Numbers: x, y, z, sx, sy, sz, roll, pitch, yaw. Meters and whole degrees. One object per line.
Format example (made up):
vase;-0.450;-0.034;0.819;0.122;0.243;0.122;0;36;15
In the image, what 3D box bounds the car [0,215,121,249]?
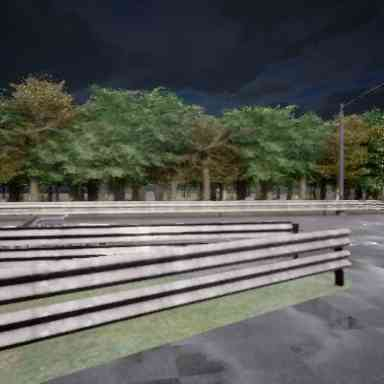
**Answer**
car;-5.053;1.546;12.951;4.718;1.301;1.895;0;0;-14
